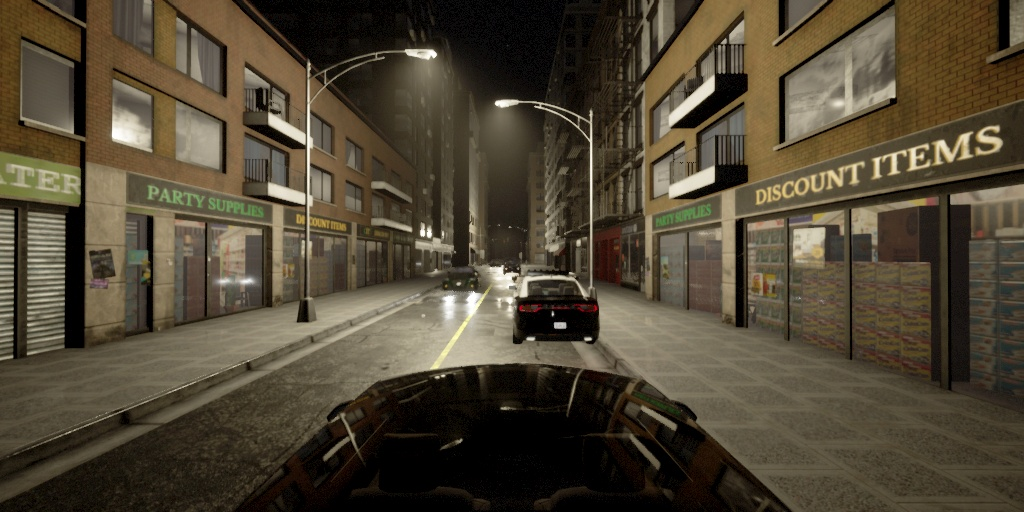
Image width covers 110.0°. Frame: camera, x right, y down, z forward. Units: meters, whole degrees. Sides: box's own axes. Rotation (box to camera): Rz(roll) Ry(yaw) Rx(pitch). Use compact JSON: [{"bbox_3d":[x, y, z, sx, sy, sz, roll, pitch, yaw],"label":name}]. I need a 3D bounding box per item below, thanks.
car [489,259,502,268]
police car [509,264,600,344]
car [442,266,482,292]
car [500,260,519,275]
[{"bbox_3d":[-2.901,1.321,62.776,1.812,1.442,4.674,0,0,0],"label":"car"},{"bbox_3d":[0.953,1.177,9.702,1.930,1.638,5.238,0,0,0],"label":"police car"},{"bbox_3d":[-2.877,1.318,21.458,1.994,1.385,4.181,0,0,0],"label":"car"},{"bbox_3d":[0.028,1.368,39.283,1.895,1.301,4.718,0,0,0],"label":"car"}]
